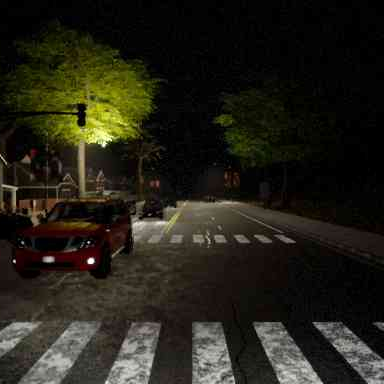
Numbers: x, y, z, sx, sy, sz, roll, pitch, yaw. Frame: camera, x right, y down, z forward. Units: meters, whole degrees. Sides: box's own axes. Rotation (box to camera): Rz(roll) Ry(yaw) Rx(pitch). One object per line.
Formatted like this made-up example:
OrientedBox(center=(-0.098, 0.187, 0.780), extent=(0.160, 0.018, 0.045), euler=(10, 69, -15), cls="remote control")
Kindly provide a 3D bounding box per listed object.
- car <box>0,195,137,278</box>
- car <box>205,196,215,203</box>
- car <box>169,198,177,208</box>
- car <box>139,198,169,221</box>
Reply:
OrientedBox(center=(-3.299, 1.220, 10.464), extent=(2.150, 2.045, 5.566), euler=(0, 0, 0), cls="car")
OrientedBox(center=(3.687, 1.503, 67.625), extent=(1.837, 1.490, 4.892), euler=(0, 0, 1), cls="car")
OrientedBox(center=(-3.099, 1.540, 46.969), extent=(2.033, 1.411, 5.357), euler=(0, 0, 0), cls="car")
OrientedBox(center=(-3.212, 1.495, 27.578), extent=(1.837, 1.490, 4.892), euler=(0, 0, 0), cls="car")
